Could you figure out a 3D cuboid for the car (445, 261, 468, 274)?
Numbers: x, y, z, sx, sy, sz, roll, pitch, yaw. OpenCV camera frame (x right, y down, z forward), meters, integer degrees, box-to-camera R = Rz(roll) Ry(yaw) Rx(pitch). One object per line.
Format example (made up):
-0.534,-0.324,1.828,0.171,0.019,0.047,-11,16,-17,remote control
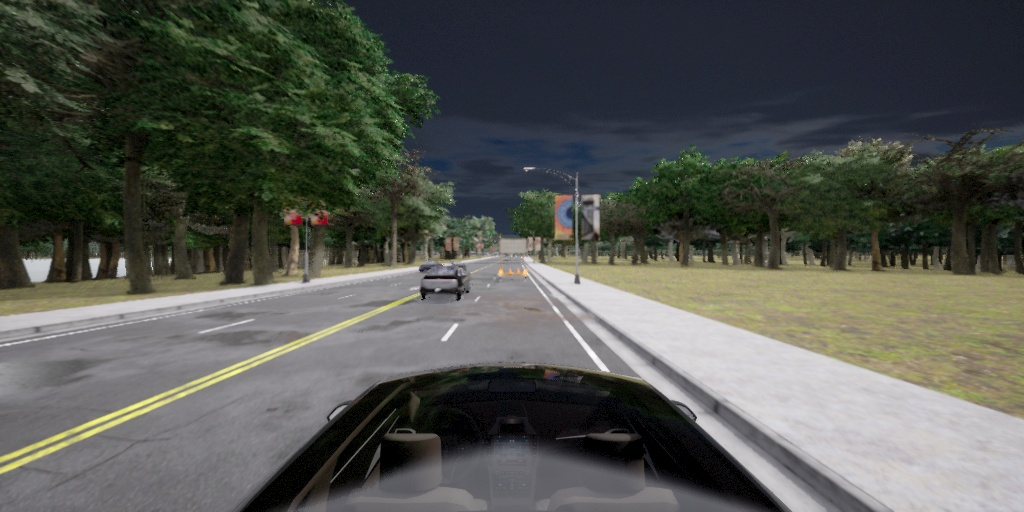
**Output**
-6.420,1.320,41.912,1.895,1.301,4.718,0,0,1,car

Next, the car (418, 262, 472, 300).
-3.121,1.241,17.543,2.128,1.511,4.902,0,0,0,car

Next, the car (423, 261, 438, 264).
-9.658,1.264,42.874,2.033,1.411,5.357,0,0,1,car

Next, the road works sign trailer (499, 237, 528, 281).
0.079,0.204,30.241,2.380,3.560,2.880,0,0,0,road works sign trailer
